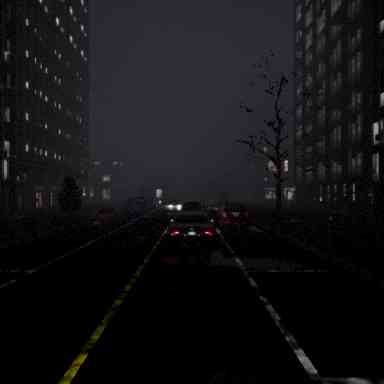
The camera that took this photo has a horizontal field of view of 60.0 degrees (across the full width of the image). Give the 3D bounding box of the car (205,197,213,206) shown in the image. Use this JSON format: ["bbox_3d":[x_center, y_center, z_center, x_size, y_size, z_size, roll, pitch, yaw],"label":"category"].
[{"bbox_3d":[2.694,1.548,39.463,2.008,1.369,4.403,0,0,0],"label":"car"}]

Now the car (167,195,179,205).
[{"bbox_3d":[-3.000,1.650,60.621,1.895,1.301,4.718,0,0,0],"label":"car"}]

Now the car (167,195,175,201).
[{"bbox_3d":[-5.686,1.573,88.943,1.802,1.307,4.206,0,0,0],"label":"car"}]

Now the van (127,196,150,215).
[{"bbox_3d":[-5.685,1.339,33.788,1.690,1.788,3.998,0,0,0],"label":"van"}]

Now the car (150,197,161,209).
[{"bbox_3d":[-5.685,1.436,45.172,1.967,1.590,4.097,0,0,0],"label":"car"}]

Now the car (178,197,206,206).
[{"bbox_3d":[0.000,1.484,29.650,1.882,1.535,5.008,0,0,0],"label":"car"}]

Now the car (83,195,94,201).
[{"bbox_3d":[-25.451,1.434,77.331,4.829,1.417,1.752,0,-1,1],"label":"car"}]

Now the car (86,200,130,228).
[{"bbox_3d":[-5.686,1.524,22.233,1.752,1.417,4.829,0,0,0],"label":"car"}]

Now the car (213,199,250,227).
[{"bbox_3d":[2.695,1.439,22.388,1.967,1.590,4.097,0,0,0],"label":"car"}]

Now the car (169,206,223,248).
[{"bbox_3d":[0.000,1.563,14.650,2.033,1.411,5.357,0,0,0],"label":"car"}]

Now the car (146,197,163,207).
[{"bbox_3d":[-5.686,1.546,50.864,2.008,1.369,4.403,0,0,0],"label":"car"}]

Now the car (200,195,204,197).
[{"bbox_3d":[2.694,1.546,56.539,2.008,1.369,4.403,0,0,0],"label":"car"}]
